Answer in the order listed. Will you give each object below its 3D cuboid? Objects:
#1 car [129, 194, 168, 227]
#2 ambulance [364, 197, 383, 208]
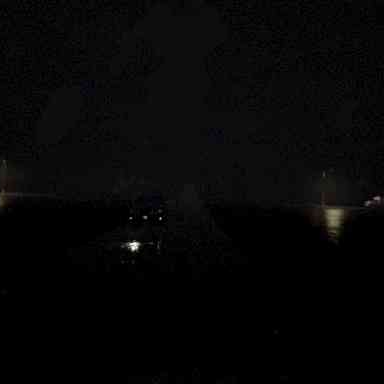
[{"bbox_3d":[-2.827,1.170,22.904,2.150,2.045,5.566,1,0,0],"label":"car"},{"bbox_3d":[39.426,2.212,69.348,6.366,2.431,2.351,2,1,0],"label":"ambulance"}]
